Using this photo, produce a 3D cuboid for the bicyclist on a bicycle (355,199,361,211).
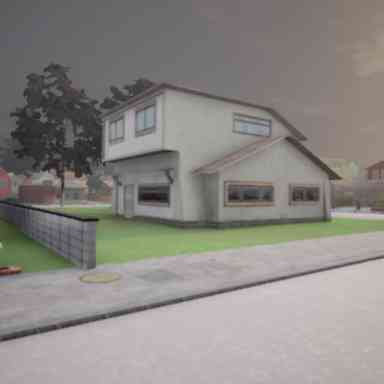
[{"bbox_3d":[22.549,1.810,45.237,1.656,1.620,0.582,0,0,-35],"label":"bicyclist on a bicycle"}]
